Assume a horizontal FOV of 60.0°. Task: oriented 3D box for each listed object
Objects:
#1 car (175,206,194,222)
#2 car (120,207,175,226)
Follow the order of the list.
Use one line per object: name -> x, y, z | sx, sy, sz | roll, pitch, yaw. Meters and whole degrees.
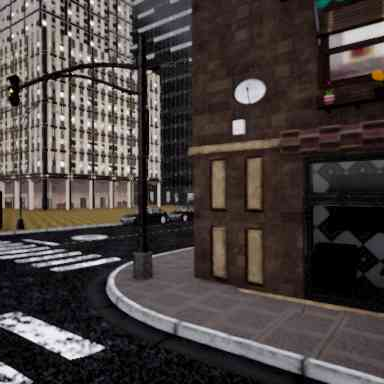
car -> -0.475, 1.967, 30.618 | 2.008, 1.369, 4.403 | -2, -2, 35
car -> -3.683, 1.886, 26.066 | 2.008, 1.369, 4.403 | -2, -2, 35
